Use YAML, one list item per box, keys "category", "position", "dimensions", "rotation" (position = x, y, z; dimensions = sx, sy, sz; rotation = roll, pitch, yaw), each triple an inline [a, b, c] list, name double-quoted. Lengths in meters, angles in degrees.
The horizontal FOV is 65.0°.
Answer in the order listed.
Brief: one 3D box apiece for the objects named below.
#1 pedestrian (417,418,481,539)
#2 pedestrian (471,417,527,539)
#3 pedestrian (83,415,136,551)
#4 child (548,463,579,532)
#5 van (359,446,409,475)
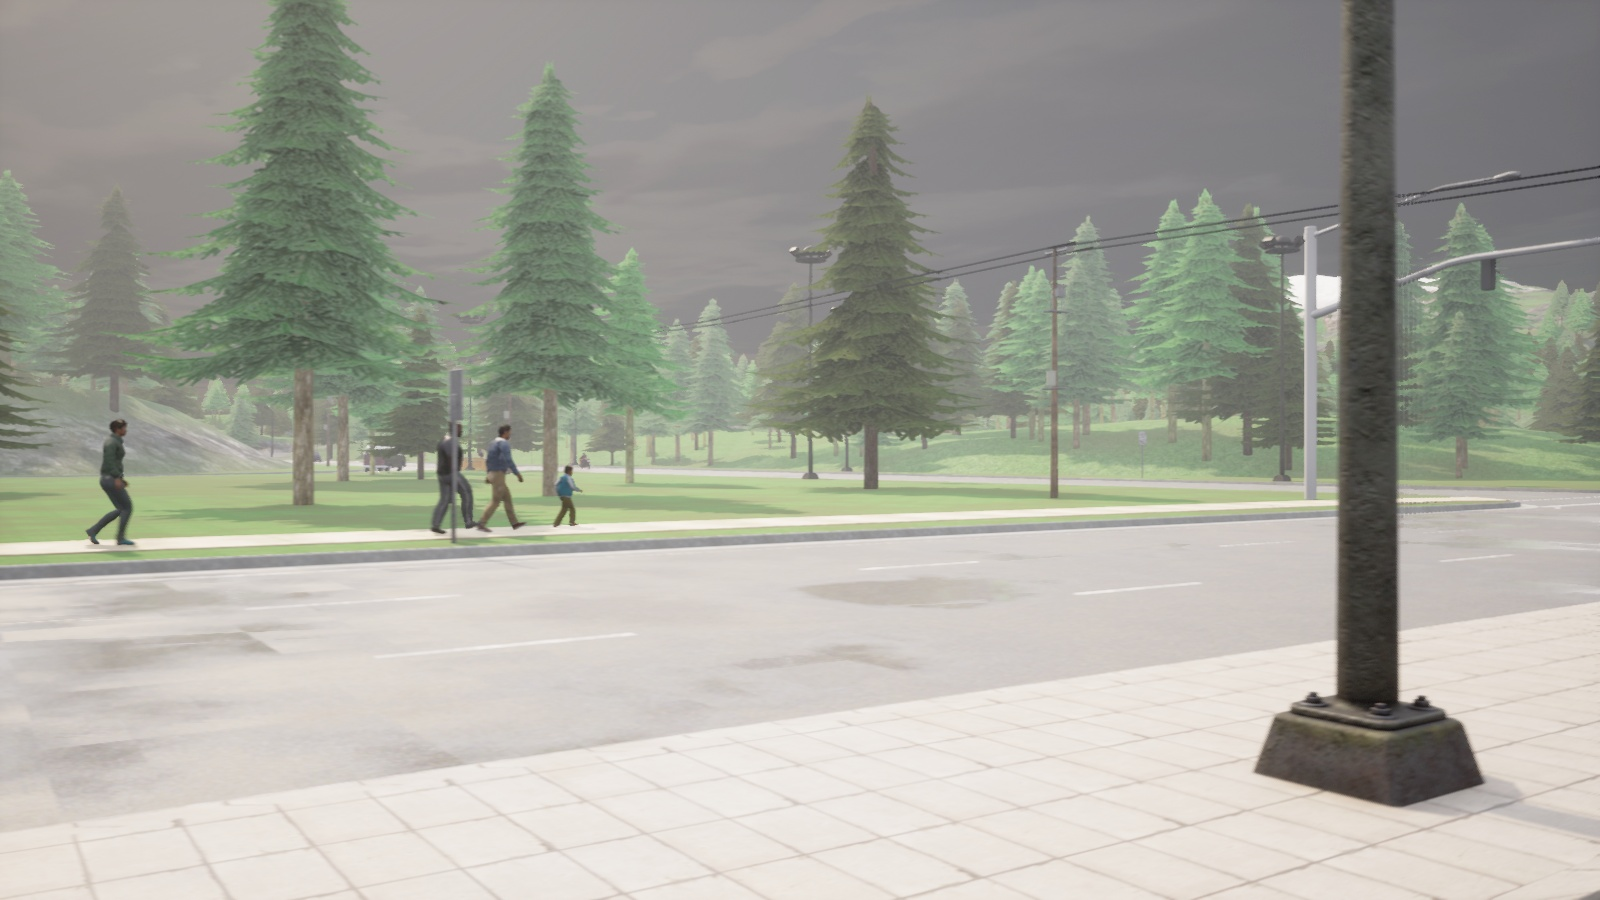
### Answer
- category: "pedestrian"
  position: [-5.598, 0.445, 20.010]
  dimensions: [0.849, 1.883, 0.563]
  rotation: [0, 0, -34]
- category: "pedestrian"
  position: [-4.913, 0.444, 20.520]
  dimensions: [0.788, 1.949, 0.423]
  rotation: [0, 0, -34]
- category: "pedestrian"
  position: [-9.553, 0.447, 17.368]
  dimensions: [0.614, 1.847, 0.353]
  rotation: [0, 0, -34]
- category: "child"
  position: [-4.152, 0.827, 22.034]
  dimensions: [0.448, 1.192, 0.343]
  rotation: [0, 0, -33]
- category: "van"
  position: [-30.737, 0.761, 92.927]
  dimensions: [2.069, 2.038, 4.480]
  rotation: [0, 0, 2]
